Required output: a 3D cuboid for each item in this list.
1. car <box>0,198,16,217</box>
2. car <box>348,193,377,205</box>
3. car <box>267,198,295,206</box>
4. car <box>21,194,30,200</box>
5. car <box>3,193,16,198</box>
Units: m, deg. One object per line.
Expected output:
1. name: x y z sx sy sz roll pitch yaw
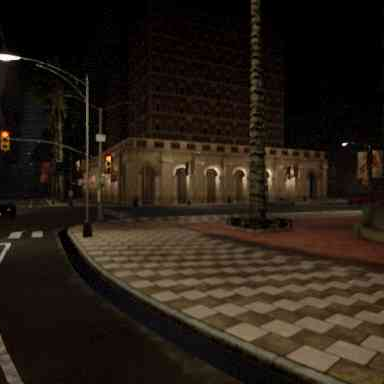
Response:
1. car: -16.301 1.480 28.684 1.895 1.301 4.718 0 0 -25
2. car: 30.058 1.267 58.627 5.566 2.045 2.150 0 0 -26
3. car: 13.371 1.511 50.824 4.718 1.301 1.895 0 0 -25
4. car: -40.162 1.213 80.109 2.033 1.411 5.357 0 0 -25
5. car: -43.512 1.024 79.006 2.097 1.767 4.553 0 0 -25
